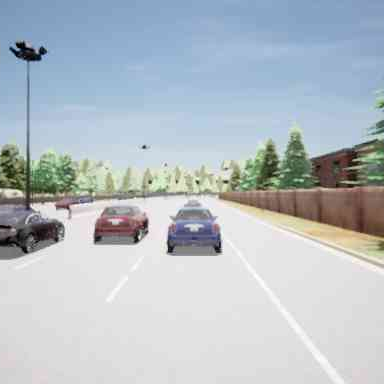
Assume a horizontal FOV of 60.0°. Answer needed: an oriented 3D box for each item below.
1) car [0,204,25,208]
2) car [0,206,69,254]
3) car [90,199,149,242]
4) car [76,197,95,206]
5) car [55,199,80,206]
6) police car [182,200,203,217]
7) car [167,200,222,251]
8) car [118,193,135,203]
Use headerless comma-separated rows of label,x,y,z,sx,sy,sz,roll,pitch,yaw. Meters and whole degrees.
car,-14.102,1.643,25.751,2.033,1.411,5.357,0,0,0
car,-6.919,1.543,13.808,2.128,1.511,4.902,0,0,0
car,-3.443,1.416,17.023,2.097,1.767,4.553,0,0,0
car,-20.332,1.747,63.786,1.882,1.535,5.008,0,0,1
car,-17.292,1.649,46.353,1.882,1.535,5.008,0,0,2
police car,0.130,1.635,34.716,2.038,1.542,4.974,0,0,1
car,0.075,1.407,14.425,2.097,1.767,4.553,0,0,0
car,-13.233,1.229,67.763,2.150,2.045,5.566,0,0,1
